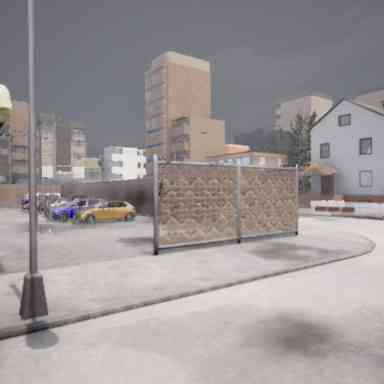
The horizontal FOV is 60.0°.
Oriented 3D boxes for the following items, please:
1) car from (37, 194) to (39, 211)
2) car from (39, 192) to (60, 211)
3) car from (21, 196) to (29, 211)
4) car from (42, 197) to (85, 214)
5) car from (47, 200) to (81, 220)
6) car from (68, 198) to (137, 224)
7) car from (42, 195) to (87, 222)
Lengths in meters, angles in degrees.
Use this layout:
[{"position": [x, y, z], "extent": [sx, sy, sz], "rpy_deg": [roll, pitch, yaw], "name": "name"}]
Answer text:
[{"position": [-15.959, 1.328, 36.678], "extent": [1.789, 1.547, 3.705], "rpy_deg": [-1, 0, -36], "name": "car"}, {"position": [-10.689, 1.172, 28.683], "extent": [3.866, 1.878, 1.905], "rpy_deg": [-1, 0, -36], "name": "car"}, {"position": [-15.961, 1.399, 36.956], "extent": [5.357, 1.415, 2.033], "rpy_deg": [-1, 0, -36], "name": "car"}, {"position": [-12.906, 1.334, 33.387], "extent": [3.633, 1.501, 1.845], "rpy_deg": [-1, 0, -36], "name": "car"}, {"position": [-10.134, 1.389, 26.423], "extent": [2.207, 1.379, 1.481], "rpy_deg": [-1, 0, -36], "name": "car"}, {"position": [-5.957, 1.341, 22.892], "extent": [4.193, 1.474, 1.816], "rpy_deg": [-1, 0, -36], "name": "car"}, {"position": [-8.400, 1.279, 25.044], "extent": [4.611, 1.667, 2.242], "rpy_deg": [-1, 0, -36], "name": "car"}]
